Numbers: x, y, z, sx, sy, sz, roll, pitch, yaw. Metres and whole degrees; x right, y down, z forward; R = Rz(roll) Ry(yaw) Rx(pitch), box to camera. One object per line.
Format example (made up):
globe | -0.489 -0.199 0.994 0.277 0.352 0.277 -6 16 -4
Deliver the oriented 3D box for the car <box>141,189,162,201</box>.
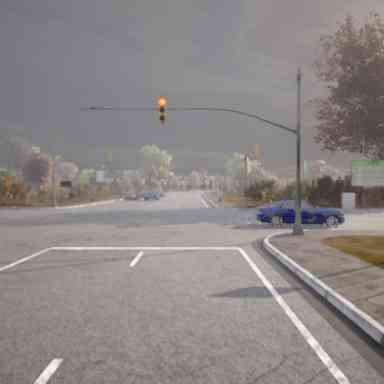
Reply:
car | -6.996 0.470 57.761 2.150 2.045 5.566 0 1 1

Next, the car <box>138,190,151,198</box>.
car | -10.423 0.406 73.002 2.097 1.767 4.553 0 1 0

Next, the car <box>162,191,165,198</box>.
car | -6.923 0.585 73.494 2.033 1.411 5.357 0 1 0

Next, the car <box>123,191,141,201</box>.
car | -10.499 0.604 57.533 2.097 1.767 4.553 0 1 0

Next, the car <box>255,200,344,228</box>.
car | 6.272 1.229 19.553 5.008 1.535 1.882 0 1 3
